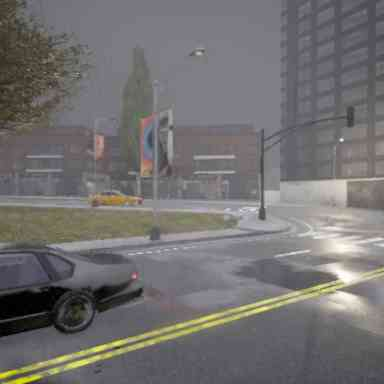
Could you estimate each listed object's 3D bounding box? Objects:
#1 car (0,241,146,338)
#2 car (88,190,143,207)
[{"bbox_3d":[-3.433,1.548,5.212,5.357,1.411,2.033,0,0,-35],"label":"car"},{"bbox_3d":[-6.977,0.623,30.407,5.008,1.535,1.882,2,0,11],"label":"car"}]
